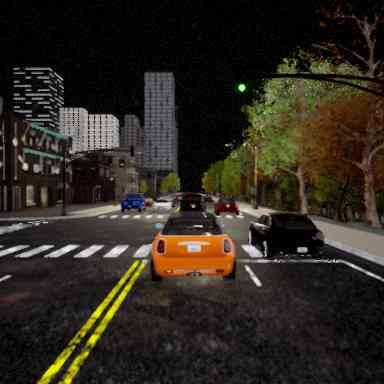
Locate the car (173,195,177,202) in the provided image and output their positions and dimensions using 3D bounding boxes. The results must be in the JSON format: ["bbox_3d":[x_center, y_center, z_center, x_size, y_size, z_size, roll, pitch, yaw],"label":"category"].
[{"bbox_3d":[-3.322,1.461,46.835,2.128,1.511,4.902,0,0,0],"label":"car"}]

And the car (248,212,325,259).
[{"bbox_3d":[3.350,1.499,12.506,1.837,1.490,4.892,0,0,0],"label":"car"}]

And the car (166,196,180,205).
[{"bbox_3d":[-3.246,1.453,56.921,2.128,1.511,4.902,0,0,0],"label":"car"}]

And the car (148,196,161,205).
[{"bbox_3d":[-6.498,1.466,58.138,1.837,1.490,4.892,0,0,0],"label":"car"}]

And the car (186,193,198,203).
[{"bbox_3d":[0.002,1.175,67.396,2.150,2.045,5.566,0,0,0],"label":"car"}]

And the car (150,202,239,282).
[{"bbox_3d":[-0.049,1.347,9.933,2.097,1.767,4.553,0,0,-3],"label":"car"}]

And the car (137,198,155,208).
[{"bbox_3d":[-6.566,1.570,47.769,1.895,1.301,4.718,0,0,0],"label":"car"}]

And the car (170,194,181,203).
[{"bbox_3d":[-3.247,1.306,67.207,2.097,1.767,4.553,0,0,0],"label":"car"}]

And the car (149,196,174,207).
[{"bbox_3d":[-3.342,1.502,37.614,1.812,1.442,4.674,0,0,0],"label":"car"}]

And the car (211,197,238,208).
[{"bbox_3d":[3.351,1.332,33.187,2.097,1.767,4.553,0,0,0],"label":"car"}]

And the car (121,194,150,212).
[{"bbox_3d":[-6.589,1.198,37.958,2.150,2.045,5.566,0,0,0],"label":"car"}]

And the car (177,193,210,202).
[{"bbox_3d":[0.101,1.204,28.600,2.150,2.045,5.566,0,0,0],"label":"car"}]
